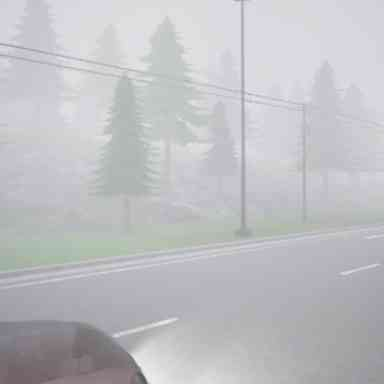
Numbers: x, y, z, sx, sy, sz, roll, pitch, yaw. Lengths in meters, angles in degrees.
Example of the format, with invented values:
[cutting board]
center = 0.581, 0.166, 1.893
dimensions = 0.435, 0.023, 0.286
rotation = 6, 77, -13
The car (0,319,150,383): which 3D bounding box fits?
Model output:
[car]
center = -2.297, 1.569, 2.108
dimensions = 4.181, 1.385, 1.994
rotation = 0, 0, -35
